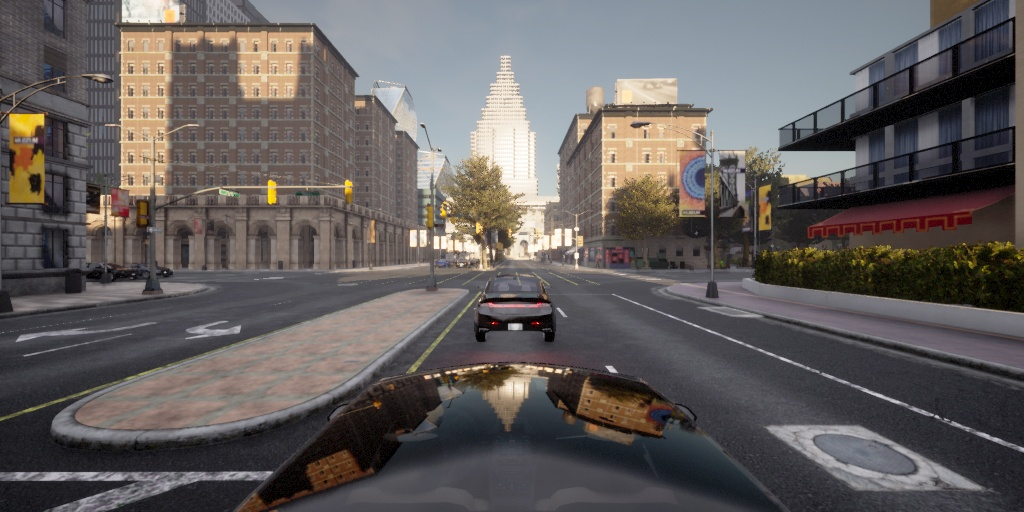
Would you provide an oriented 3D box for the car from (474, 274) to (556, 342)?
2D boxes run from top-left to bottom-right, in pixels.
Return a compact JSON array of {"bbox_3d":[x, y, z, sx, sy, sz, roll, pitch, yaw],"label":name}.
[{"bbox_3d":[0.080,1.242,9.776,2.128,1.511,4.902,0,0,0],"label":"car"}]

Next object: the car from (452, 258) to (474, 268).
[{"bbox_3d":[-8.052,1.241,59.593,2.128,1.511,4.902,0,0,0],"label":"car"}]

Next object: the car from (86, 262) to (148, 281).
[{"bbox_3d":[-33.345,1.228,29.200,5.008,1.535,1.882,0,0,0],"label":"car"}]

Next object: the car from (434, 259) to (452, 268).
[{"bbox_3d":[-11.549,1.227,60.008,1.882,1.535,5.008,0,0,0],"label":"car"}]

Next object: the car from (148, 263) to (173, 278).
[{"bbox_3d":[-33.633,1.314,32.693,4.181,1.385,1.994,0,0,-1],"label":"car"}]
